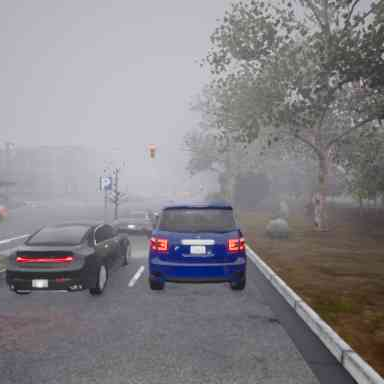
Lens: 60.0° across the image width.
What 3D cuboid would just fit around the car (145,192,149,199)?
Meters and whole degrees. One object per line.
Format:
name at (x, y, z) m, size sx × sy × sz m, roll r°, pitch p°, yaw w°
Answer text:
car at (-12.886, 1.321, 74.933) m, size 4.892 × 1.521 × 2.231 m, roll -1°, pitch 0°, yaw -13°

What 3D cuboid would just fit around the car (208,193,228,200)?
car at (6.598, 1.129, 83.208) m, size 4.553 × 1.767 × 2.185 m, roll 1°, pitch 0°, yaw -12°

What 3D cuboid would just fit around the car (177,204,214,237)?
car at (0.204, 1.531, 19.084) m, size 1.837 × 1.490 × 4.892 m, roll 0°, pitch 0°, yaw 0°

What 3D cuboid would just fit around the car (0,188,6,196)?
car at (-31.074, 0.137, 53.876) m, size 2.002 × 1.452 × 4.674 m, roll 6°, pitch -3°, yaw -19°

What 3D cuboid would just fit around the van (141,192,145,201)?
van at (-13.119, 1.093, 71.962) m, size 4.442 × 1.987 × 1.878 m, roll -1°, pitch 0°, yaw -14°

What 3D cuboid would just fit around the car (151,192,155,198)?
car at (-12.131, 1.359, 80.928) m, size 4.674 × 1.452 × 2.002 m, roll -1°, pitch 0°, yaw -13°

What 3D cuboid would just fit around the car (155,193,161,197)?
car at (-11.306, 1.357, 86.909) m, size 4.674 × 1.452 × 2.002 m, roll -1°, pitch 0°, yaw -12°

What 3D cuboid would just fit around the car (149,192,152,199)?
car at (-12.508, 1.359, 77.927) m, size 4.674 × 1.452 × 2.002 m, roll -1°, pitch 0°, yaw -13°

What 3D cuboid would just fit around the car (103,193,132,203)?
car at (-14.338, 1.358, 62.980) m, size 4.792 × 1.488 × 2.163 m, roll -1°, pitch 0°, yaw -15°

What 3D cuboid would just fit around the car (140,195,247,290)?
car at (0.127, 1.233, 9.226) m, size 2.150 × 2.045 × 5.566 m, roll 0°, pitch 0°, yaw 0°

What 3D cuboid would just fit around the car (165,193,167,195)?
car at (-10.424, 1.316, 92.892) m, size 5.008 × 1.535 × 2.097 m, roll -1°, pitch 0°, yaw -11°

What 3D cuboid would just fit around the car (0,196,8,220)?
car at (-16.585, 1.404, 25.177) m, size 4.553 × 1.767 × 2.185 m, roll -1°, pitch 0°, yaw -19°

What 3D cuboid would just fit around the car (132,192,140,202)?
car at (-13.688, 1.315, 65.971) m, size 5.366 × 1.575 × 1.946 m, roll -1°, pitch 0°, yaw -15°

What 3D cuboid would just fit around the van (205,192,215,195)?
van at (4.394, 1.043, 65.543) m, size 4.442 × 1.987 × 1.878 m, roll 1°, pitch 0°, yaw -14°

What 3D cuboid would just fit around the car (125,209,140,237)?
car at (-2.814, 1.589, 17.627) m, size 1.994 × 1.385 × 4.181 m, roll 0°, pitch 0°, yaw 1°

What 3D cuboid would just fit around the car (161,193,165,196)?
car at (-10.851, 1.065, 89.914) m, size 5.566 × 2.045 × 2.435 m, roll -1°, pitch 0°, yaw -12°

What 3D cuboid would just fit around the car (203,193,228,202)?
car at (4.783, 1.141, 68.512) m, size 4.553 × 1.767 × 2.185 m, roll 1°, pitch 0°, yaw -14°

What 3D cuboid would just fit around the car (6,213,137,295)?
car at (-2.876, 1.513, 8.744) m, size 1.837 × 1.490 × 4.892 m, roll 0°, pitch -1°, yaw 0°
